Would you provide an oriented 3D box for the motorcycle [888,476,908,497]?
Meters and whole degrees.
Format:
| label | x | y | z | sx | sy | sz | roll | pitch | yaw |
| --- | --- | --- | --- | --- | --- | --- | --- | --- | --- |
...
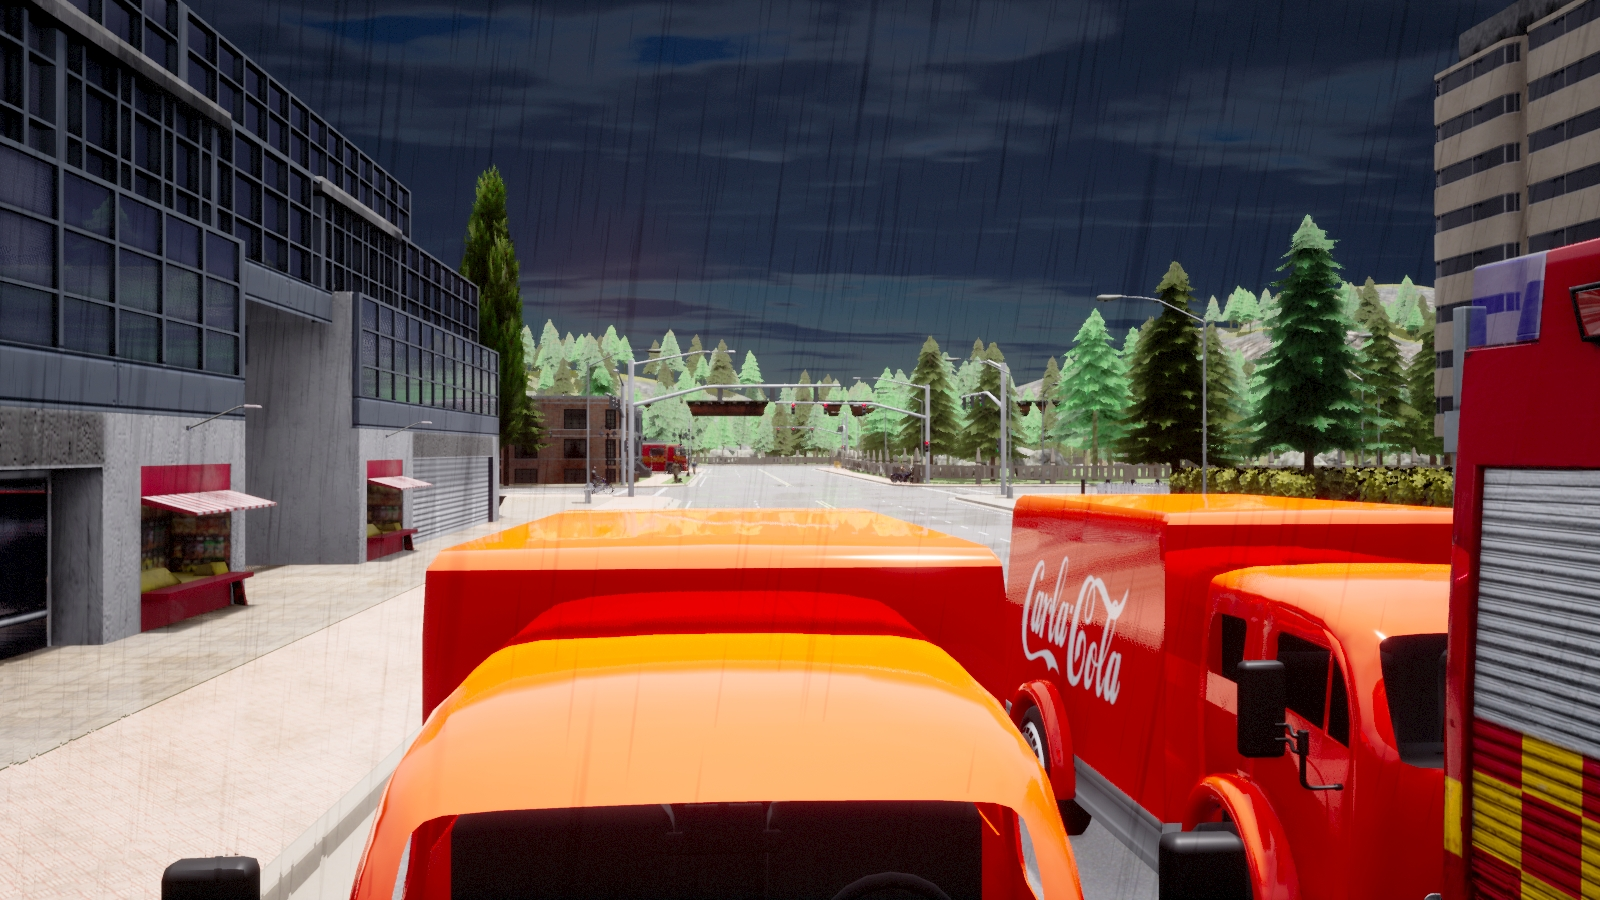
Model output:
| label | x | y | z | sx | sy | sz | roll | pitch | yaw |
| --- | --- | --- | --- | --- | --- | --- | --- | --- | --- |
| motorcycle | 5.944 | 2.205 | 69.519 | 0.867 | 1.251 | 2.209 | 0 | 0 | -4 |

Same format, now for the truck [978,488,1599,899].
| label | x | y | z | sx | sy | sz | roll | pitch | yaw |
| --- | --- | --- | --- | --- | --- | --- | --- | --- | --- |
| truck | 3.003 | 1.568 | 7.234 | 2.627 | 2.467 | 5.204 | 0 | 0 | -4 |

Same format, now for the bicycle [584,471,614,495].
| label | x | y | z | sx | sy | sz | roll | pitch | yaw |
| --- | --- | --- | --- | --- | --- | --- | --- | --- | --- |
| bicycle | -12.506 | 2.060 | 71.195 | 1.835 | 1.471 | 0.329 | 0 | 0 | -11 |

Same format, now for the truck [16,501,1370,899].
| label | x | y | z | sx | sy | sz | roll | pitch | yaw |
| --- | --- | --- | --- | --- | --- | --- | --- | --- | --- |
| truck | -0.347 | 1.568 | 4.821 | 2.627 | 2.467 | 5.204 | 0 | 0 | -4 |
